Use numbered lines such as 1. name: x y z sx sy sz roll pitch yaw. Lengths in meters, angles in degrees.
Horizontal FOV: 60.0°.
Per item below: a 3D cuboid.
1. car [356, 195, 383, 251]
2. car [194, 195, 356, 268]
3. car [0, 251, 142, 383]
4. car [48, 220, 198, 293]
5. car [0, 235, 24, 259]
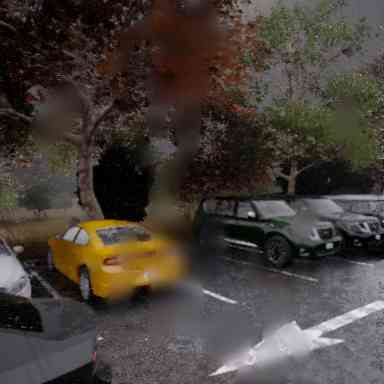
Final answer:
1. car: 4.537 1.146 13.248 2.435 2.045 5.566 0 0 -35
2. car: 2.280 1.166 11.642 2.435 2.045 5.566 -1 0 -35
3. car: -2.934 1.514 1.902 4.892 1.490 1.837 0 0 -35
4. car: -2.247 1.457 8.448 2.097 1.535 5.008 -1 0 -35
5. car: -4.610 1.517 6.777 2.002 1.452 4.674 -1 0 -35
